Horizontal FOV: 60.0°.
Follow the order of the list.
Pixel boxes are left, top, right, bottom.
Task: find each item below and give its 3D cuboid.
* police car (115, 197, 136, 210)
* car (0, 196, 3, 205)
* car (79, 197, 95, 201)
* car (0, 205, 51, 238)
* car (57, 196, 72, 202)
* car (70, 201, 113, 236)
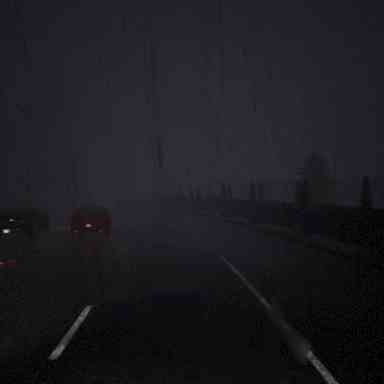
[{"bbox_3d":[-8.870,1.428,44.099,1.930,1.638,5.238,0,0,-25],"label":"police car"},{"bbox_3d":[-23.699,1.340,39.330,2.150,2.045,5.566,0,0,-26],"label":"car"},{"bbox_3d":[-18.719,1.612,59.008,1.994,1.385,4.181,-1,0,-35],"label":"car"},{"bbox_3d":[-8.857,1.532,17.512,1.837,1.490,4.892,0,0,-11],"label":"car"},{"bbox_3d":[-27.364,1.556,71.151,1.895,1.301,4.718,-1,0,-35],"label":"car"},{"bbox_3d":[-5.512,1.488,18.631,1.882,1.535,5.008,0,0,-11],"label":"car"}]
